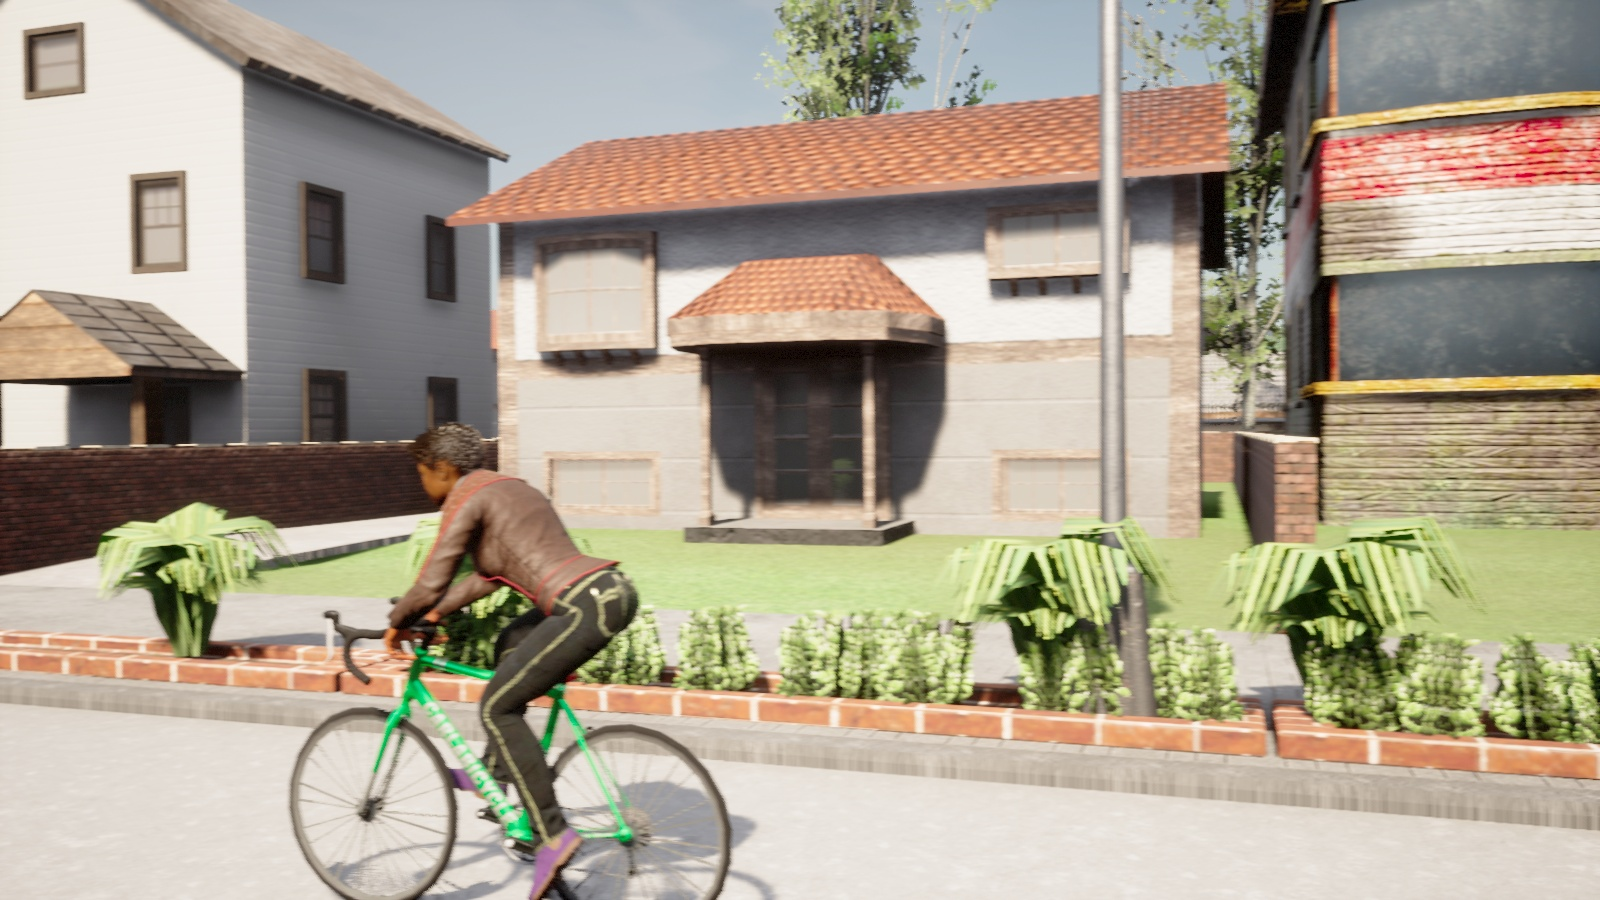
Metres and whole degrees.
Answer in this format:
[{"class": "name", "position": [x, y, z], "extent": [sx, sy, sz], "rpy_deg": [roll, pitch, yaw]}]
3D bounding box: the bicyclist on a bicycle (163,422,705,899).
[{"class": "bicyclist on a bicycle", "position": [-1.195, 0.728, 4.122], "extent": [1.656, 1.620, 0.582], "rpy_deg": [0, 1, 19]}]
